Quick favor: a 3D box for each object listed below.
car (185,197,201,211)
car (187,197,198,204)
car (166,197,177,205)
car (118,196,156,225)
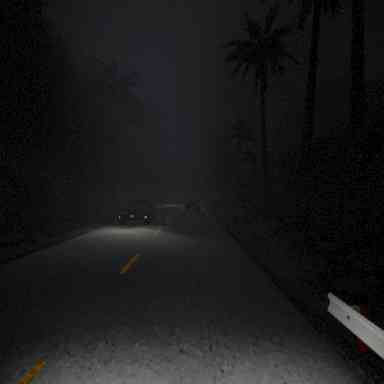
[{"bbox_3d":[0.115,1.642,42.297,2.128,1.511,4.902,0,0,0],"label":"car"},{"bbox_3d":[0.124,1.736,68.584,2.128,1.511,4.902,0,0,0],"label":"car"},{"bbox_3d":[-3.977,1.774,65.922,1.994,1.385,4.181,0,0,0],"label":"car"},{"bbox_3d":[-4.072,1.316,25.411,2.150,2.045,5.566,0,-1,0],"label":"car"}]
